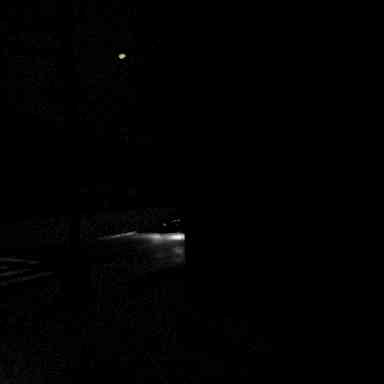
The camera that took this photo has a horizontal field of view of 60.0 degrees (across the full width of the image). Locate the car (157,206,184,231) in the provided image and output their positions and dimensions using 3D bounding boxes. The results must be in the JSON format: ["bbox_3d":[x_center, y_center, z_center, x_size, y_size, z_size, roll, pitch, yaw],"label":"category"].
[{"bbox_3d":[-0.141,1.532,20.605,1.837,1.490,4.892,-4,-1,35],"label":"car"}]
